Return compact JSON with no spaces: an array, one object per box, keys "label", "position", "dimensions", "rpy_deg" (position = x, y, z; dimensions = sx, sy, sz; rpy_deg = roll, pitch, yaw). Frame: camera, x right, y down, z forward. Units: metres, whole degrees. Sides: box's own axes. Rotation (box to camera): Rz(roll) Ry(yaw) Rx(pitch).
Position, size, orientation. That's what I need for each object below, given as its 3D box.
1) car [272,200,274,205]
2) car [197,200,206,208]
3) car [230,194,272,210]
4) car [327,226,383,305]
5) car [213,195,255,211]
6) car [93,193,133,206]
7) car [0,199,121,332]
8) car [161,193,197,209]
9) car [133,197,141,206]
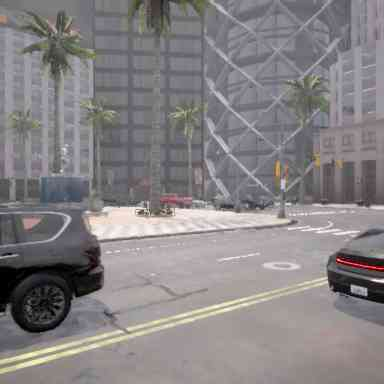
[{"label":"car","position":[10.069,1.501,50.465],"dimensions":[2.128,1.511,4.902],"rpy_deg":[0,0,-45]},{"label":"car","position":[-0.167,1.533,49.592],"dimensions":[4.674,1.442,1.812],"rpy_deg":[0,0,32]},{"label":"car","position":[7.120,1.229,43.108],"dimensions":[2.150,2.045,5.566],"rpy_deg":[0,0,-41]},{"label":"car","position":[4.953,1.507,7.328],"dimensions":[4.892,1.490,1.837],"rpy_deg":[0,0,-35]},{"label":"car","position":[4.751,1.499,40.424],"dimensions":[2.128,1.511,4.902],"rpy_deg":[0,0,-42]},{"label":"car","position":[-12.542,1.227,51.052],"dimensions":[5.566,2.045,2.150],"rpy_deg":[0,0,10]},{"label":"car","position":[-4.217,1.221,5.282],"dimensions":[5.566,2.045,2.150],"rpy_deg":[0,0,-36]},{"label":"car","position":[-2.535,1.228,47.077],"dimensions":[5.566,2.045,2.150],"rpy_deg":[0,0,31]},{"label":"car","position":[-11.230,1.230,54.312],"dimensions":[5.566,2.045,2.150],"rpy_deg":[0,0,12]}]
